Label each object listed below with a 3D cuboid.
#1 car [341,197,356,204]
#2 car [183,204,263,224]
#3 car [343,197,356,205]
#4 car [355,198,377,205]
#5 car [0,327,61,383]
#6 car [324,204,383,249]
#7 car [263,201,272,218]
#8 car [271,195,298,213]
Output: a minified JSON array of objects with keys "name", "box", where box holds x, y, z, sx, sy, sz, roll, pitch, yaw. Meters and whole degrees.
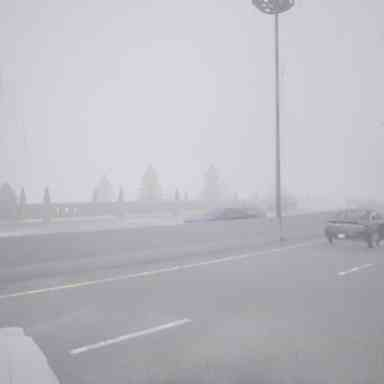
[{"name":"car","box":[34.404,1.842,72.945,2.128,1.511,4.902,-1,-1,36]},{"name":"car","box":[1.644,1.558,18.997,5.008,1.535,1.882,0,0,-43]},{"name":"car","box":[27.974,1.702,57.993,1.837,1.490,4.892,-1,0,36]},{"name":"car","box":[26.613,1.702,50.134,2.033,1.411,5.357,-1,0,36]},{"name":"car","box":[-3.126,1.620,1.645,4.718,1.301,1.895,0,0,-34]},{"name":"car","box":[7.682,1.526,14.824,4.902,1.511,2.128,0,0,-43]},{"name":"car","box":[4.250,1.680,26.506,1.994,1.385,4.181,-1,0,43]},{"name":"car","box":[11.191,1.402,40.707,2.150,2.045,5.566,-1,0,36]}]
